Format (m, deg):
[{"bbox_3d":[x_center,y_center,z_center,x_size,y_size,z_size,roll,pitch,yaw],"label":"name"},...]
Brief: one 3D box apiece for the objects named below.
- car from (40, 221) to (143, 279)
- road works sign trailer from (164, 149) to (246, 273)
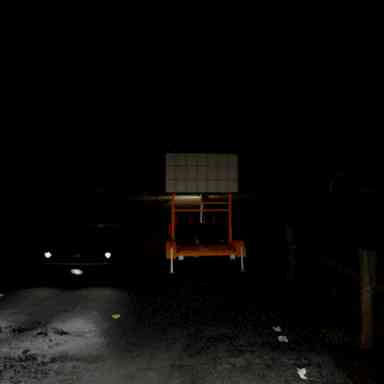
[{"bbox_3d":[-2.736,1.593,10.130,1.895,1.301,4.718,0,0,0],"label":"car"},{"bbox_3d":[0.292,0.456,10.673,2.380,3.560,2.880,0,0,-6],"label":"road works sign trailer"}]
